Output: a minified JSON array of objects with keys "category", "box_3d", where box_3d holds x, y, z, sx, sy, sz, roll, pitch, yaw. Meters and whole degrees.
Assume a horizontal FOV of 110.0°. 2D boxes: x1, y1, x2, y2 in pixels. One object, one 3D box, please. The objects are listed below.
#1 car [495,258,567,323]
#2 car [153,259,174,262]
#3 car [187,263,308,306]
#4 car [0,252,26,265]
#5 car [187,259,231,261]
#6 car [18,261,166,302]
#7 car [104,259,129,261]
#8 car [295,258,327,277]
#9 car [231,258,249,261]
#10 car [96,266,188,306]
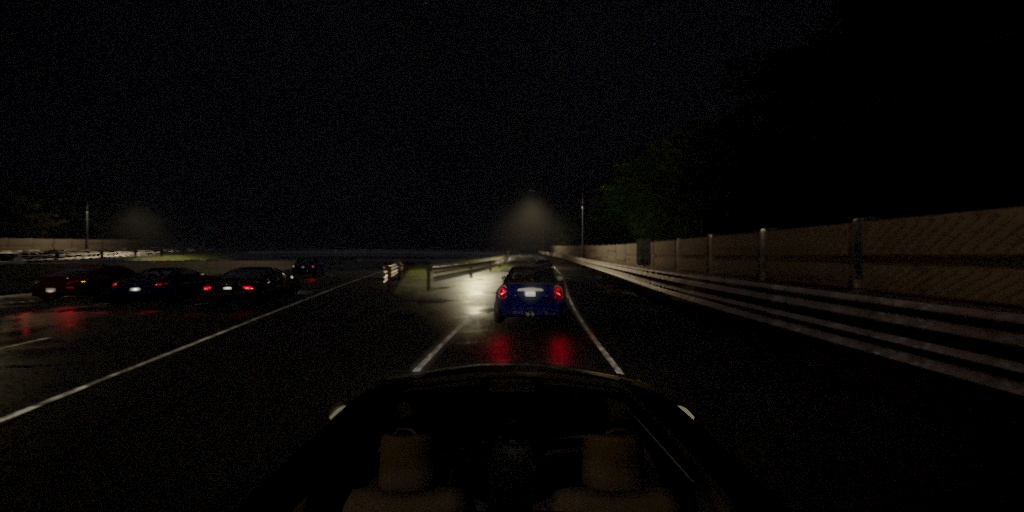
[{"category":"car","box_3d":[0.672,1.078,12.165,2.097,1.767,4.553,0,0,4]},{"category":"car","box_3d":[-38.735,1.112,39.611,1.882,1.535,5.008,0,-1,-14]},{"category":"car","box_3d":[-10.605,1.179,14.990,2.033,1.411,5.357,0,0,-15]},{"category":"car","box_3d":[-34.355,0.735,22.574,2.150,2.045,5.566,0,0,-14]},{"category":"car","box_3d":[-35.668,1.217,41.806,2.033,1.411,5.357,0,-1,-14]},{"category":"car","box_3d":[-17.905,1.111,15.704,1.812,1.442,4.674,0,0,-14]},{"category":"car","box_3d":[-41.853,1.079,37.702,1.882,1.535,5.008,0,-1,-14]},{"category":"car","box_3d":[-18.976,1.015,33.710,2.097,1.767,4.553,0,0,-15]},{"category":"car","box_3d":[-37.595,1.107,49.142,2.097,1.767,4.553,0,-1,-14]},{"category":"car","box_3d":[-14.087,1.173,14.872,1.994,1.385,4.181,0,0,-15]}]
